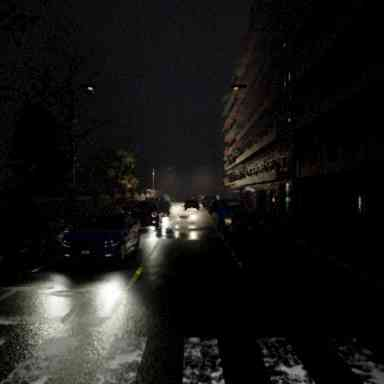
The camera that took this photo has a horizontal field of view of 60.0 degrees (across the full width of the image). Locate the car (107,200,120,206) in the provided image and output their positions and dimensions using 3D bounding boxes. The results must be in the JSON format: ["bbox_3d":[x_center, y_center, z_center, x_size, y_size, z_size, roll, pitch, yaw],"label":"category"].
[{"bbox_3d":[-5.693,1.547,23.015,1.752,1.417,4.829,0,0,0],"label":"car"}]

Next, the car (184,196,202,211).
[{"bbox_3d":[-0.009,1.554,41.023,1.837,1.490,4.892,0,0,0],"label":"car"}]

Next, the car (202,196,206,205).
[{"bbox_3d":[2.682,1.602,45.707,1.887,1.381,4.507,0,0,0],"label":"car"}]

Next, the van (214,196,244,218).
[{"bbox_3d":[2.688,1.363,23.187,1.690,1.788,3.998,0,0,0],"label":"van"}]

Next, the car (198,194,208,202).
[{"bbox_3d":[2.673,1.454,79.488,2.192,1.841,5.009,0,0,0],"label":"car"}]

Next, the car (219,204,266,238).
[{"bbox_3d":[2.689,1.560,17.556,1.887,1.381,4.507,0,0,0],"label":"car"}]

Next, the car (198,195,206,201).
[{"bbox_3d":[2.670,1.614,90.748,1.967,1.590,4.097,0,0,0],"label":"car"}]

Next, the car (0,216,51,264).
[{"bbox_3d":[-5.690,1.575,11.924,1.947,1.339,4.313,0,0,0],"label":"car"}]

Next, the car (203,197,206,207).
[{"bbox_3d":[2.683,1.598,40.077,2.008,1.369,4.403,0,0,0],"label":"car"}]

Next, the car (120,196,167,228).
[{"bbox_3d":[-3.086,1.372,22.152,2.097,1.767,4.553,0,0,0],"label":"car"}]

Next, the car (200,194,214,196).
[{"bbox_3d":[2.681,1.383,51.338,2.192,1.841,5.009,0,0,0],"label":"car"}]

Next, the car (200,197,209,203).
[{"bbox_3d":[2.674,1.704,73.858,1.802,1.307,4.206,0,0,0],"label":"car"}]

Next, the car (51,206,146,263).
[{"bbox_3d":[-3.091,1.487,12.185,1.882,1.535,5.008,0,0,0],"label":"car"}]

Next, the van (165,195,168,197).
[{"bbox_3d":[-5.703,1.433,62.596,1.690,1.788,3.998,0,0,0],"label":"van"}]

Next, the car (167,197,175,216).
[{"bbox_3d":[-3.074,1.528,33.340,2.128,1.511,4.902,0,0,0],"label":"car"}]

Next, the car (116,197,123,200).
[{"bbox_3d":[-5.694,1.344,28.815,2.192,1.841,5.009,0,0,0],"label":"car"}]

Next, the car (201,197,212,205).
[{"bbox_3d":[2.677,1.637,62.598,1.887,1.381,4.507,0,0,0],"label":"car"}]

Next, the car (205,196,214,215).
[{"bbox_3d":[2.685,1.478,34.447,1.967,1.590,4.097,0,0,0],"label":"car"}]
